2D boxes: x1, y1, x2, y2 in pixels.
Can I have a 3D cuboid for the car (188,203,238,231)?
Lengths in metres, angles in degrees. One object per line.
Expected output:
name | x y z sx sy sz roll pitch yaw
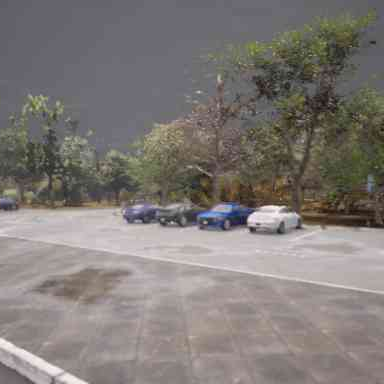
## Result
car | 2.209 1.464 20.973 2.097 1.535 5.008 0 0 36

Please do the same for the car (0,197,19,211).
car | -22.910 1.364 38.944 2.185 1.767 4.553 0 0 35

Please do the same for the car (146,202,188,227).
car | -0.461 1.468 22.866 2.231 1.521 4.892 0 0 36

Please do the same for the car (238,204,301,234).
car | 4.767 1.502 19.136 2.002 1.452 4.674 0 0 36

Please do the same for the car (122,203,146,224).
car | -3.126 1.510 24.772 2.002 1.452 4.674 0 0 36
